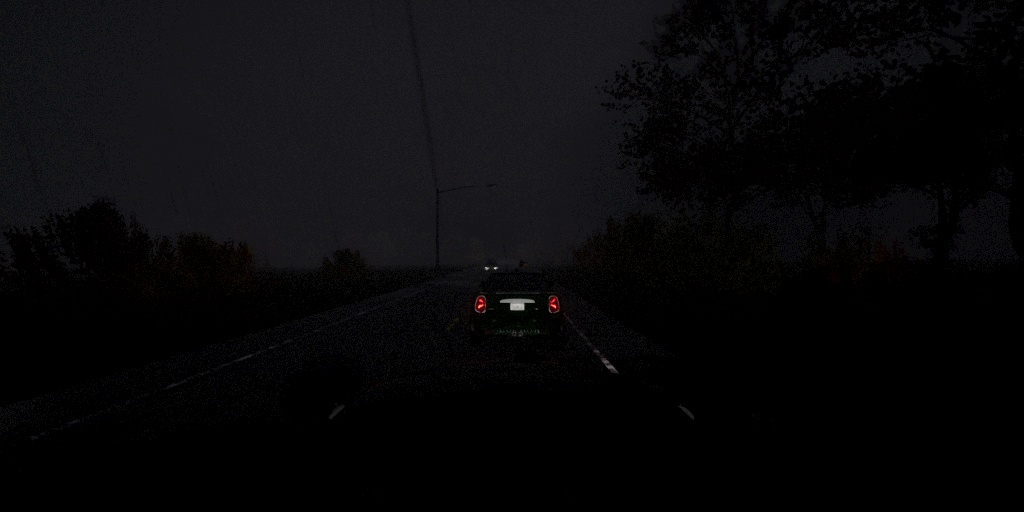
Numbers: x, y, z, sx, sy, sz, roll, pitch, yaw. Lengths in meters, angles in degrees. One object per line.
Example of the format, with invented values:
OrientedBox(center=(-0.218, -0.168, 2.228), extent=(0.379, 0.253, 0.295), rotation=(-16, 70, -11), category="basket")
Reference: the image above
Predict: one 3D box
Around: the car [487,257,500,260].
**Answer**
OrientedBox(center=(-3.742, 1.079, 64.792), extent=(2.097, 1.767, 4.553), rotation=(0, 0, 0), category="car")

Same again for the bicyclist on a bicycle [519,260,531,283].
OrientedBox(center=(0.985, 1.175, 25.543), extent=(0.866, 1.612, 1.509), rotation=(0, 0, 1), category="bicyclist on a bicycle")

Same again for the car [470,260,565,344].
OrientedBox(center=(0.116, 1.098, 9.750), extent=(2.097, 1.767, 4.553), rotation=(0, 0, 0), category="car")
